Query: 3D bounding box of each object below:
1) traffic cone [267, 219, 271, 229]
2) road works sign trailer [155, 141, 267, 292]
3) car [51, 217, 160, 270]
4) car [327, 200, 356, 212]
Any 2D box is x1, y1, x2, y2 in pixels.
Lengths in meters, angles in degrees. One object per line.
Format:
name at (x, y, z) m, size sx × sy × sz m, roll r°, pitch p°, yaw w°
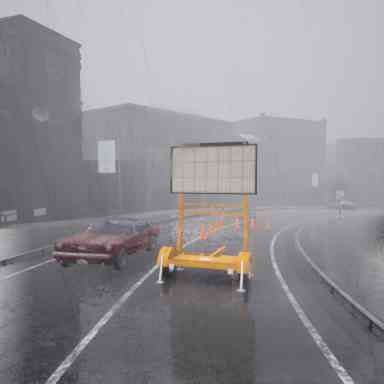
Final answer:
traffic cone at (4.833, 2.015, 21.040) m, size 0.340 × 0.580 × 0.340 m, roll 2°, pitch 0°, yaw 14°
road works sign trailer at (0.607, 0.457, 9.147) m, size 2.380 × 3.560 × 2.880 m, roll 1°, pitch 0°, yaw 18°
car at (-2.562, 1.551, 11.065) m, size 1.895 × 1.301 × 4.718 m, roll 1°, pitch 0°, yaw 10°
car at (20.866, 1.902, 46.209) m, size 4.674 × 1.442 × 1.812 m, roll 2°, pitch 3°, yaw -32°
